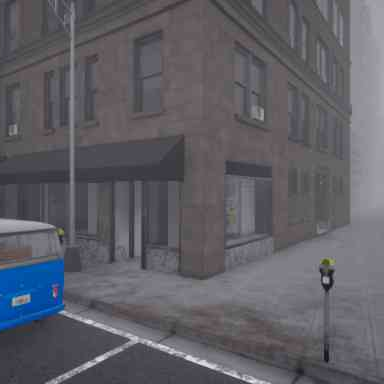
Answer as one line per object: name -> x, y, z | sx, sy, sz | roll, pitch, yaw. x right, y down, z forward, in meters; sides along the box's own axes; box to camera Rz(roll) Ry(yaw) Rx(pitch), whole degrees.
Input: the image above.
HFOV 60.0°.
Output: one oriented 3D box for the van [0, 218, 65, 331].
van -> -3.995, 1.340, 5.926 | 3.998, 1.788, 1.690 | 0, 0, 35
